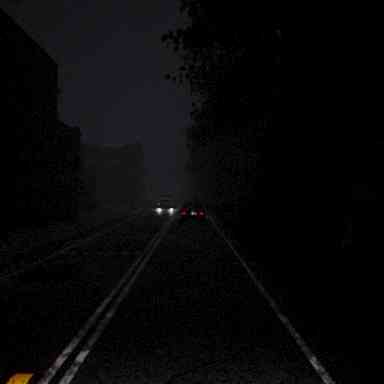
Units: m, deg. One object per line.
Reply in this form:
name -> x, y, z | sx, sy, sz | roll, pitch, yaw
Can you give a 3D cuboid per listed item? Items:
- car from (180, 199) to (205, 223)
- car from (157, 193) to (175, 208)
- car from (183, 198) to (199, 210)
car -> 0.041, 1.517, 25.427 | 2.033, 1.411, 5.357 | 0, 0, 0
car -> -3.567, 1.147, 46.636 | 2.150, 2.045, 5.566 | 0, 0, -1
car -> -0.158, 1.520, 43.097 | 1.895, 1.301, 4.718 | 0, 0, -1
